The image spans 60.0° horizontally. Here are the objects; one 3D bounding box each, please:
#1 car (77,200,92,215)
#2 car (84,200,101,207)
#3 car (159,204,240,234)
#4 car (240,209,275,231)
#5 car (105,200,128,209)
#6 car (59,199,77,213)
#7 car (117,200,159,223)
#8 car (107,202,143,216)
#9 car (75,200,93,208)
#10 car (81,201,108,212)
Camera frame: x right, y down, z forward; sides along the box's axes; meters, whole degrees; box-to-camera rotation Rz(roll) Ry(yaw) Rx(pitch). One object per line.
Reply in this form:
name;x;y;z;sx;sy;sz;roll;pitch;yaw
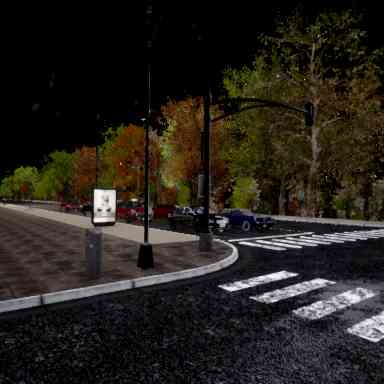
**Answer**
car;-10.151;1.770;35.206;2.128;1.511;4.902;1;-1;-35
car;-19.983;2.297;66.881;1.994;1.385;4.181;1;-1;-35
car;0.283;1.582;20.093;2.128;1.511;4.902;1;-1;-34
car;3.112;1.732;21.737;1.895;1.301;4.718;1;-1;-35
car;-12.956;2.097;56.731;2.128;1.511;4.902;1;-1;-35
car;-15.755;1.732;43.361;2.097;1.767;4.553;1;-1;-34
car;-4.945;1.537;27.677;2.097;1.767;4.553;1;-1;-35
car;-7.586;1.871;37.205;2.033;1.411;5.357;1;-1;-35
car;-19.890;2.167;61.023;1.812;1.442;4.674;1;-1;-35
car;-13.585;1.980;45.942;2.033;1.411;5.357;1;-1;-34
